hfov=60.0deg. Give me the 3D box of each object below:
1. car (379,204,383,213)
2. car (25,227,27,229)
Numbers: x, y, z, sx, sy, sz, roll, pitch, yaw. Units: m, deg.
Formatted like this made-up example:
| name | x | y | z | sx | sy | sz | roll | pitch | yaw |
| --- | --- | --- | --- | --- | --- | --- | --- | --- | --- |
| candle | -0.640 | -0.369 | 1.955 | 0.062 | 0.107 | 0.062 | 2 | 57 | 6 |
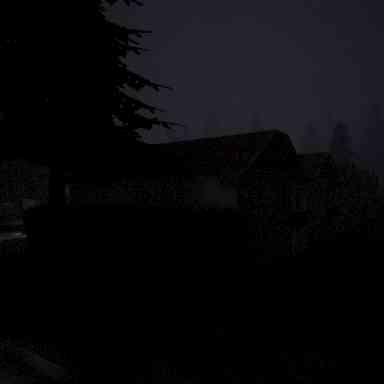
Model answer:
| name | x | y | z | sx | sy | sz | roll | pitch | yaw |
| --- | --- | --- | --- | --- | --- | --- | --- | --- | --- |
| car | 22.620 | 2.039 | 41.475 | 4.902 | 1.511 | 2.128 | -1 | -1 | 29 |
| car | -9.408 | 1.868 | 23.729 | 2.097 | 1.767 | 4.553 | -1 | -1 | 36 |
